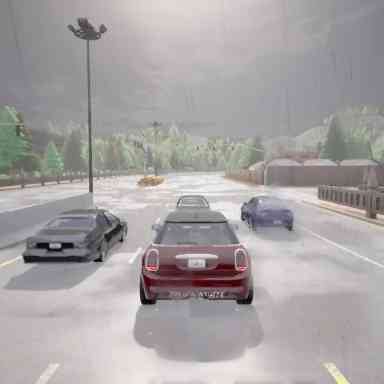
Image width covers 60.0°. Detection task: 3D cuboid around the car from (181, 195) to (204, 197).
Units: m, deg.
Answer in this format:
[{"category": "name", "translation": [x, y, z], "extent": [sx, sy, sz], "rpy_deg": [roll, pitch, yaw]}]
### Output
[{"category": "car", "translation": [0.035, 0.861, 17.331], "extent": [2.033, 1.411, 5.357], "rpy_deg": [0, 4, 0]}]

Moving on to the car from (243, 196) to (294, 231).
[{"category": "car", "translation": [3.541, 0.925, 16.104], "extent": [1.812, 1.442, 4.674], "rpy_deg": [0, 4, 0]}]

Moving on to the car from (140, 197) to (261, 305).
[{"category": "car", "translation": [0.077, 1.192, 7.950], "extent": [2.097, 1.767, 4.553], "rpy_deg": [0, 2, 0]}]

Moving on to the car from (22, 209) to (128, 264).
[{"category": "car", "translation": [-3.435, 1.264, 10.837], "extent": [2.033, 1.411, 5.357], "rpy_deg": [0, 3, 0]}]
